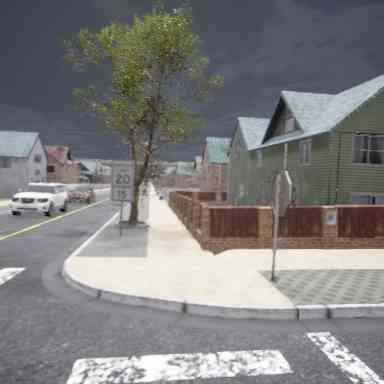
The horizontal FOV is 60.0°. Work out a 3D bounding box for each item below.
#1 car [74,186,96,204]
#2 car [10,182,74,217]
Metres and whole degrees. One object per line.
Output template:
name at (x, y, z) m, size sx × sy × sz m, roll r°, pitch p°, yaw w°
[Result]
car at (-11.158, 0.209, 34.023) m, size 2.097 × 1.767 × 4.553 m, roll 2°, pitch 1°, yaw -7°
car at (-9.603, 0.405, 21.456) m, size 2.150 × 2.045 × 5.566 m, roll 2°, pitch 1°, yaw -7°
